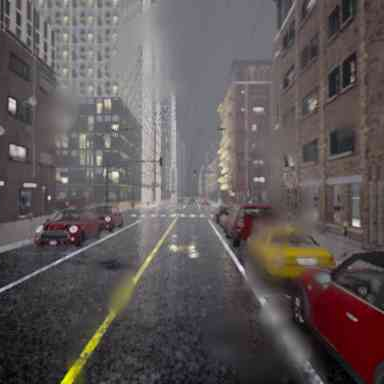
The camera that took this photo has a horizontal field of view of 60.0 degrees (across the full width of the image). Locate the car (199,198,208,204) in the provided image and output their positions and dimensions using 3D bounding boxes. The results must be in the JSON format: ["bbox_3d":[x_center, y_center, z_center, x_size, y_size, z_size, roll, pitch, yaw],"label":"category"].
[{"bbox_3d":[2.719,2.280,81.933,2.008,1.369,4.403,0,-1,0],"label":"car"}]

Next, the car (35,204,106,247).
[{"bbox_3d":[-5.683,1.575,15.632,1.967,1.590,4.097,0,0,0],"label":"car"}]

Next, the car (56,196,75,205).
[{"bbox_3d":[-17.545,1.362,40.690,5.009,1.841,2.192,1,-2,0],"label":"car"}]

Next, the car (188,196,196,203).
[{"bbox_3d":[0.032,2.327,90.783,1.812,1.442,4.674,0,-1,0],"label":"car"}]

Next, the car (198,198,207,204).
[{"bbox_3d":[2.722,2.333,87.581,2.008,1.369,4.403,0,-1,0],"label":"car"}]

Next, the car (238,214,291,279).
[{"bbox_3d":[2.695,1.612,10.118,1.752,1.417,4.829,0,0,0],"label":"car"}]

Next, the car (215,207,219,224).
[{"bbox_3d":[2.699,1.710,21.482,1.752,1.417,4.829,0,0,0],"label":"car"}]

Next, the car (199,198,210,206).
[{"bbox_3d":[2.765,2.191,69.016,1.802,1.307,4.206,0,-1,0],"label":"car"}]

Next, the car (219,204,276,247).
[{"bbox_3d":[2.697,1.449,15.632,2.192,1.841,5.009,0,0,0],"label":"car"}]

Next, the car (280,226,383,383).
[{"bbox_3d":[2.693,1.477,4.266,1.967,1.590,4.097,0,0,0],"label":"car"}]

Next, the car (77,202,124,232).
[{"bbox_3d":[-5.681,1.624,21.314,1.967,1.590,4.097,0,0,0],"label":"car"}]

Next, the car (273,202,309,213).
[{"bbox_3d":[14.660,2.260,49.328,4.829,1.417,1.752,1,-2,0],"label":"car"}]

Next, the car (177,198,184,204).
[{"bbox_3d":[-2.971,2.320,87.263,2.033,1.411,5.357,0,-1,0],"label":"car"}]

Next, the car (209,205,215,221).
[{"bbox_3d":[2.701,1.799,26.995,1.947,1.339,4.313,0,-1,0],"label":"car"}]

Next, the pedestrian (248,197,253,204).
[{"bbox_3d":[6.147,1.444,35.057,0.375,1.860,0.375,0,-1,0],"label":"pedestrian"}]

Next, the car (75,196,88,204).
[{"bbox_3d":[-17.676,1.454,49.068,5.009,1.841,2.192,1,-2,0],"label":"car"}]
